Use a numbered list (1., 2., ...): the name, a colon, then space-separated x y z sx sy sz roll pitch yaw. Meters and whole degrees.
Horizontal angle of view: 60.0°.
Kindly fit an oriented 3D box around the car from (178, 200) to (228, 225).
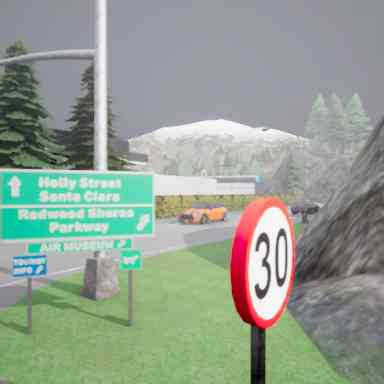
1. car: 0.915 1.538 25.954 2.097 1.767 4.553 0 0 36

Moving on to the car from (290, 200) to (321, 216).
1. car: 12.163 1.788 35.116 1.895 1.301 4.718 0 0 36
